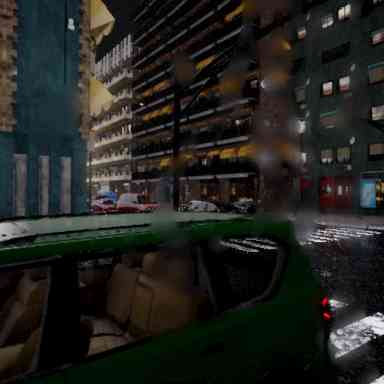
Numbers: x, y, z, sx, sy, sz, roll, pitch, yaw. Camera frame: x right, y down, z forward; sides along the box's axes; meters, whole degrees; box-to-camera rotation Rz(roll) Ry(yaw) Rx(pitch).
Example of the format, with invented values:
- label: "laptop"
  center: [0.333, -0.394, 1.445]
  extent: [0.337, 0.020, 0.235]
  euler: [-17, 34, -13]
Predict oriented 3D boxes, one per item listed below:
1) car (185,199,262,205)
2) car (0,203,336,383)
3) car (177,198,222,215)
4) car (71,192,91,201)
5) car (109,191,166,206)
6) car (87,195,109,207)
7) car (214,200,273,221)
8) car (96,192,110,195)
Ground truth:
- label: "car"
  center: [1.497, 1.299, 18.899]
  extent: [1.837, 1.490, 4.892]
  euler: [0, 1, -38]
- label: "car"
  center: [-1.270, 1.226, 2.349]
  extent: [5.566, 2.045, 2.150]
  euler: [0, 0, -36]
- label: "car"
  center: [0.568, 1.285, 29.895]
  extent: [1.802, 1.307, 4.206]
  euler: [2, 0, -36]
- label: "car"
  center: [-19.042, 0.766, 56.960]
  extent: [1.887, 1.381, 4.507]
  euler: [2, 0, -36]
- label: "car"
  center: [-2.965, 1.032, 20.499]
  extent: [2.192, 1.841, 5.009]
  euler: [2, 0, -36]
- label: "car"
  center: [-6.240, 1.181, 25.010]
  extent: [1.887, 1.381, 4.507]
  euler: [2, 0, -36]
- label: "car"
  center: [3.837, 1.350, 25.384]
  extent: [1.947, 1.339, 4.313]
  euler: [2, 0, -36]
- label: "car"
  center: [-9.151, 1.059, 33.428]
  extent: [1.812, 1.442, 4.674]
  euler: [1, 1, -36]
